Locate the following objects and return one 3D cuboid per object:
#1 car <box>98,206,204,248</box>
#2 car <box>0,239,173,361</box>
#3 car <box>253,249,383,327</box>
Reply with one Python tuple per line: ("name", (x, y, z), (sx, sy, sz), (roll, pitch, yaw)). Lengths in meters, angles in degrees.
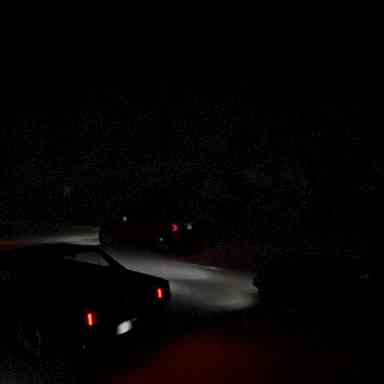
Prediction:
("car", (-1.820, 1.370, 13.888), (4.553, 1.767, 2.097), (0, 0, 36))
("car", (-2.752, 1.612, 5.954), (4.718, 1.301, 1.895), (0, 0, 35))
("car", (3.520, 1.601, 5.778), (4.718, 1.301, 1.895), (0, 0, 35))
